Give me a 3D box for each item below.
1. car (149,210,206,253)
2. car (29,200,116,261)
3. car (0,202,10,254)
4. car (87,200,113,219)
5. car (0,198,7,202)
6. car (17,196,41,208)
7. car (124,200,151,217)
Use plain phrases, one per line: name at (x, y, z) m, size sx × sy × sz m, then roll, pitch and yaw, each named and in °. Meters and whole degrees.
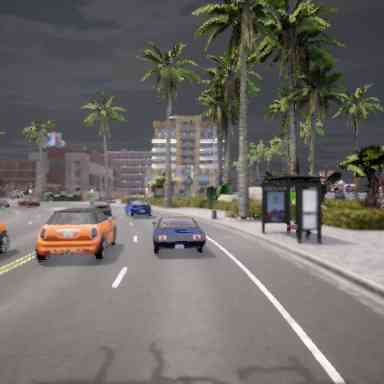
car at (-0.707, 1.613, 13.774) m, size 1.895 × 1.301 × 4.718 m, roll 0°, pitch 0°, yaw -7°
car at (-4.123, 1.362, 12.549) m, size 2.097 × 1.767 × 4.553 m, roll 0°, pitch 0°, yaw -6°
car at (-7.631, 1.361, 10.347) m, size 2.097 × 1.767 × 4.553 m, roll 0°, pitch 0°, yaw -6°
car at (-8.392, 1.531, 30.087) m, size 1.837 × 1.490 × 4.892 m, roll 0°, pitch 0°, yaw -20°
car at (-27.824, 1.604, 47.767) m, size 4.181 × 1.385 × 1.994 m, roll 0°, pitch 0°, yaw 43°
car at (-23.967, 1.642, 48.963) m, size 1.895 × 1.301 × 4.718 m, roll 0°, pitch 0°, yaw -44°
car at (-5.195, 1.505, 31.483) m, size 1.882 × 1.535 × 5.008 m, roll 0°, pitch 0°, yaw -20°
